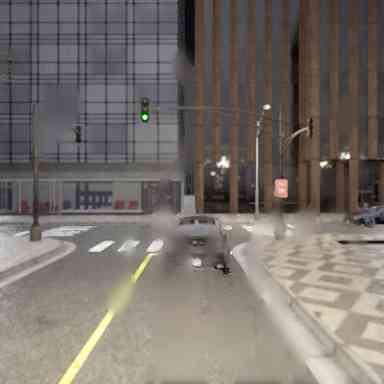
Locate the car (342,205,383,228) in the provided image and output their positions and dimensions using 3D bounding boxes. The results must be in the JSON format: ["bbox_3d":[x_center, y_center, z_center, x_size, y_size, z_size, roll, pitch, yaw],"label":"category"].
[{"bbox_3d":[12.802,1.531,21.677,5.357,1.411,2.033,0,0,0],"label":"car"}]

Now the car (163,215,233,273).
[{"bbox_3d":[0.246,1.524,10.766,1.837,1.490,4.892,0,0,4],"label":"car"}]
